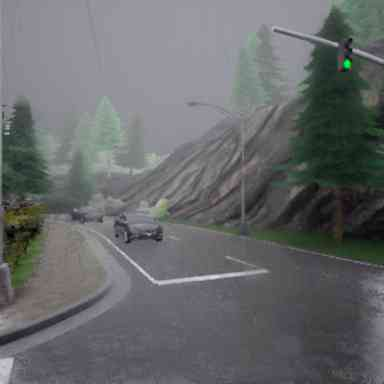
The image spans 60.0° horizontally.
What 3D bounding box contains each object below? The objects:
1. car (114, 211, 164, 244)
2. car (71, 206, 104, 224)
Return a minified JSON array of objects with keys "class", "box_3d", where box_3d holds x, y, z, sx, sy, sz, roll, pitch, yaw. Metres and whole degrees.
[{"class":"car","box_3d":[-2.991,1.827,18.090,1.837,1.490,4.892,0,-1,-23]},{"class":"car","box_3d":[-9.690,2.088,30.559,1.837,1.490,4.892,1,-1,-36]}]
